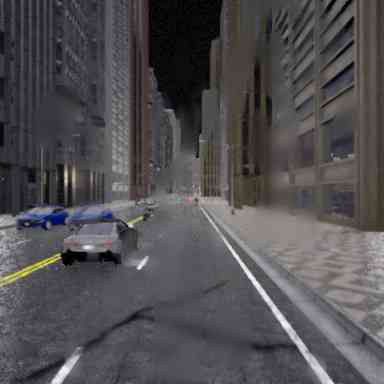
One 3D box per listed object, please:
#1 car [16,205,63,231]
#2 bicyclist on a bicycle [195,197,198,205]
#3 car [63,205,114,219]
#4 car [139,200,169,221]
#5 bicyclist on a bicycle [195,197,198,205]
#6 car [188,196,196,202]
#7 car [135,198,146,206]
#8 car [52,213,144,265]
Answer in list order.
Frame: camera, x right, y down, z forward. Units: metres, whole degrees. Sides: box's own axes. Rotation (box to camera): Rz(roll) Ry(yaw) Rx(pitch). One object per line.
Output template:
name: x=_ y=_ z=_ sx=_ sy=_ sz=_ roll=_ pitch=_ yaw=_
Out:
car: x=-9.847 y=1.671 z=22.358 sx=1.882 sy=1.535 sz=5.008 roll=0 pitch=-1 yaw=0
bicyclist on a bicycle: x=0.895 y=1.855 z=63.818 sx=0.659 sy=1.776 sz=1.843 roll=0 pitch=0 yaw=0
car: x=-6.597 y=1.671 z=22.364 sx=1.882 sy=1.535 sz=5.008 roll=0 pitch=0 yaw=0
car: x=-3.149 y=1.753 z=29.394 sx=1.837 sy=1.490 sz=4.892 roll=0 pitch=0 yaw=0
bicyclist on a bicycle: x=0.896 y=1.903 z=72.816 sx=0.659 sy=1.776 sz=1.843 roll=0 pitch=0 yaw=0
car: x=0.005 y=1.849 z=91.261 sx=2.097 sy=1.767 sz=4.553 roll=0 pitch=0 yaw=0
car: x=-9.762 y=1.996 z=63.801 sx=2.128 sy=1.511 sz=4.902 roll=0 pitch=0 yaw=0
car: x=-3.150 y=1.674 z=12.149 sx=1.994 sy=1.385 sz=4.181 roll=0 pitch=0 yaw=0
